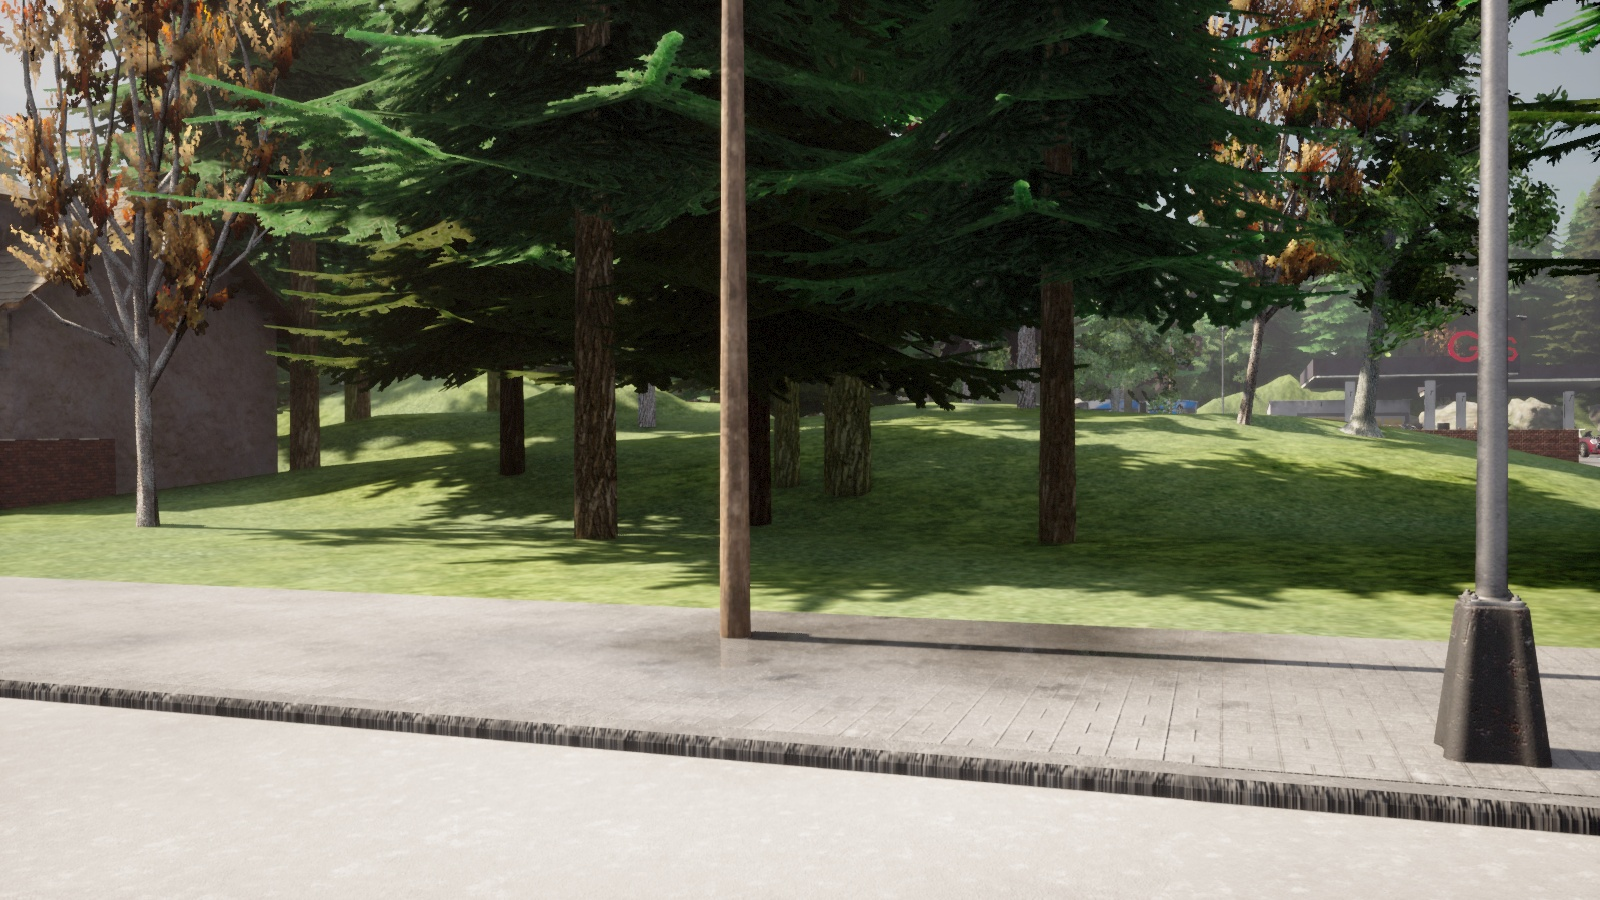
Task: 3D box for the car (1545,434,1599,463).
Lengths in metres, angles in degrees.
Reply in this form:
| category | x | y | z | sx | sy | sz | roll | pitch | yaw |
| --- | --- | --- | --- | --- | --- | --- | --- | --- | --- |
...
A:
| category | x | y | z | sx | sy | sz | roll | pitch | yaw |
| --- | --- | --- | --- | --- | --- | --- | --- | --- | --- |
| car | 40.964 | -0.101 | 65.411 | 1.970 | 1.475 | 3.806 | 0 | 1 | -1 |
